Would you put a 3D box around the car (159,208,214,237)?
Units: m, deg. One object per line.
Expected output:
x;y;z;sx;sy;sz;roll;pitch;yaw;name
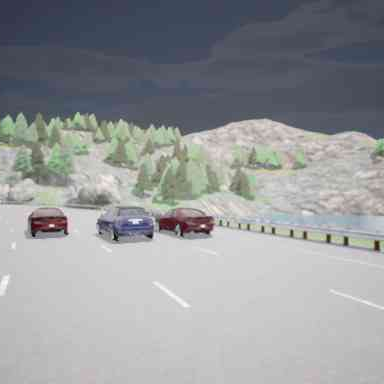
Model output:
-0.572;1.667;19.636;1.882;1.535;5.008;0;-1;-27;car

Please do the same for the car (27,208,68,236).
-8.710;1.681;19.955;1.882;1.535;5.008;0;-1;-29;car

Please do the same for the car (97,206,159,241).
-3.731;1.531;18.101;2.097;1.767;4.553;0;-1;-27;car
